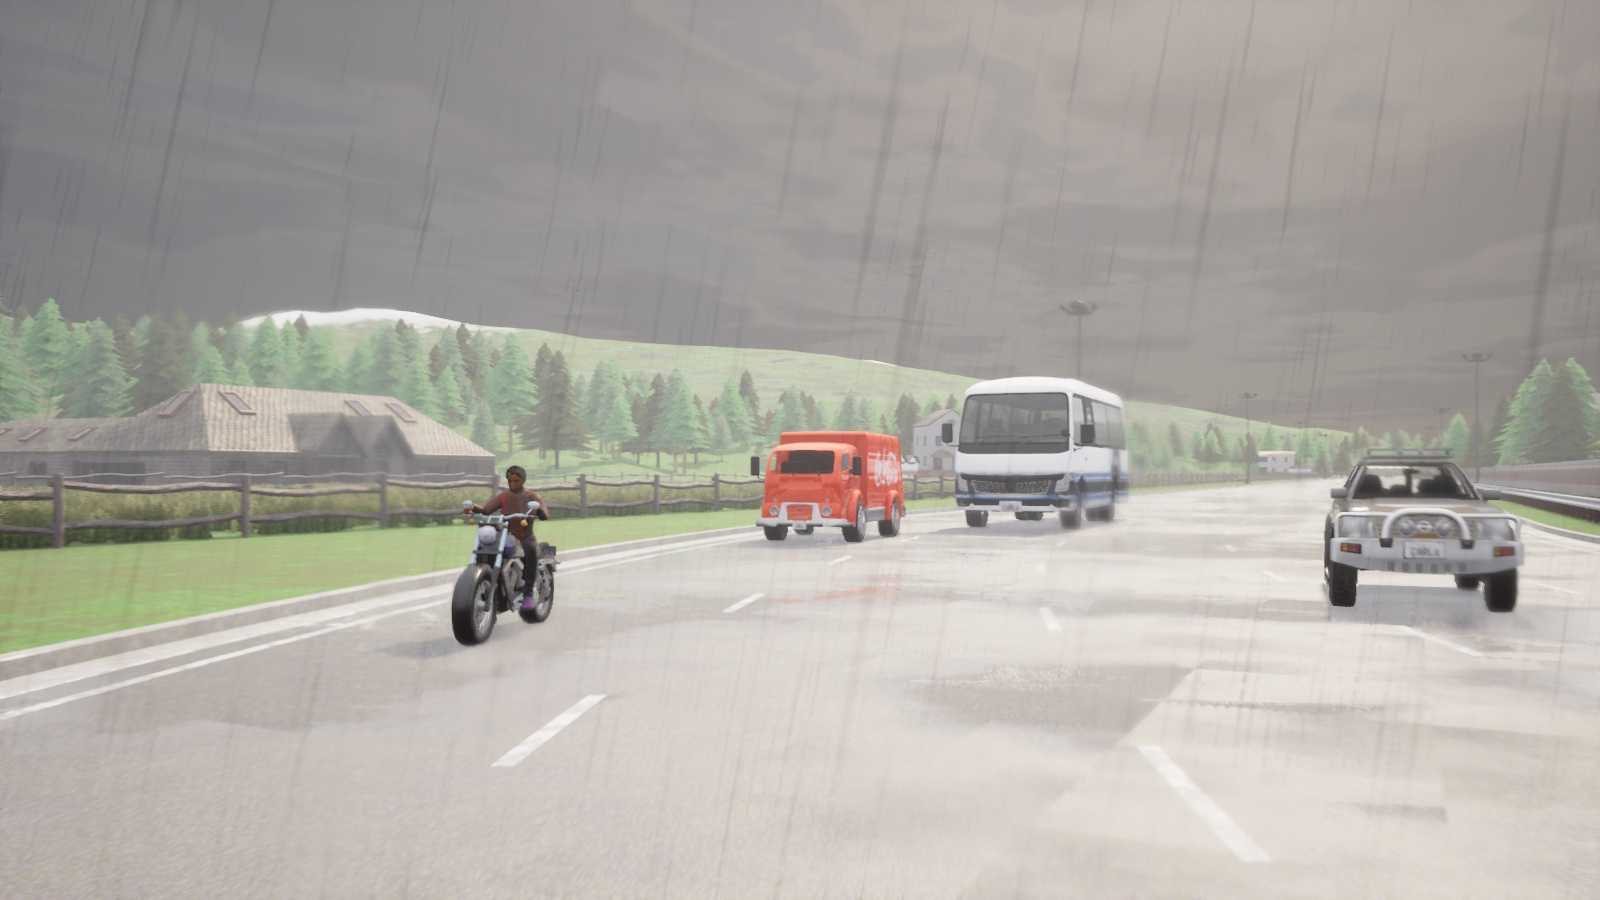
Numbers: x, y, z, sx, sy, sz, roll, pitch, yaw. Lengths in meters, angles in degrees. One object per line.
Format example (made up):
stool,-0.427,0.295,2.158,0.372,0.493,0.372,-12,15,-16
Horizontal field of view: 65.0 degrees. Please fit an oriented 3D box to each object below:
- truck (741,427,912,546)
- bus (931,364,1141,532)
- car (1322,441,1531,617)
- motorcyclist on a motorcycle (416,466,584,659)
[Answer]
truck,0.763,0.812,29.082,2.627,2.467,5.204,-1,-1,17
bus,7.339,0.039,37.346,3.944,4.253,10.273,-1,-1,23
car,7.630,0.869,15.711,1.932,1.855,4.605,-1,-1,22
motorcyclist on a motorcycle,-2.774,0.974,11.919,0.766,1.649,2.350,0,-1,7
